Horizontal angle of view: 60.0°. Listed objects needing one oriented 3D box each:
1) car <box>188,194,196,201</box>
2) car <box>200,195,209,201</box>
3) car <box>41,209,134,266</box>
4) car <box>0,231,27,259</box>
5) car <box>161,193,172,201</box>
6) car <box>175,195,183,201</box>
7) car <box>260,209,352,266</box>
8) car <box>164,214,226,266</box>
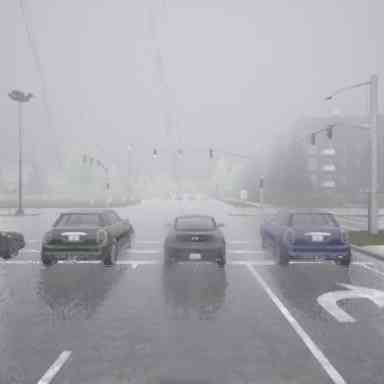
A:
[{"bbox_3d":[-0.022,1.584,86.507,1.994,1.385,4.181,0,0,0],"label":"car"},{"bbox_3d":[3.478,1.509,86.092,1.882,1.535,5.008,0,0,0],"label":"car"},{"bbox_3d":[-3.407,1.356,11.729,2.097,1.767,4.553,0,0,0],"label":"car"},{"bbox_3d":[-6.908,1.551,9.562,2.033,1.411,5.357,0,0,0],"label":"car"},{"bbox_3d":[-7.022,1.556,86.087,2.128,1.511,4.902,0,0,0],"label":"car"},{"bbox_3d":[-3.522,1.627,86.535,1.895,1.301,4.718,0,0,0],"label":"car"},{"bbox_3d":[3.713,1.356,11.682,2.097,1.767,4.553,0,0,3],"label":"car"},{"bbox_3d":[0.094,1.510,11.493,1.837,1.490,4.892,0,0,0],"label":"car"}]
